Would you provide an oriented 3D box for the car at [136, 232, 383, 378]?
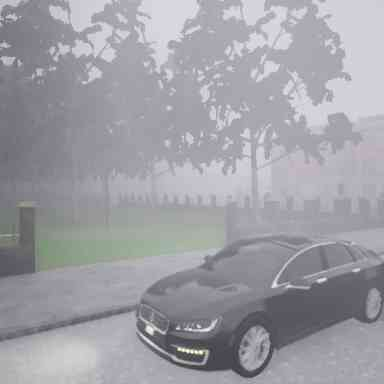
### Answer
[{"bbox_3d":[1.447,1.505,5.622,4.892,1.490,1.837,0,0,-35],"label":"car"}]
